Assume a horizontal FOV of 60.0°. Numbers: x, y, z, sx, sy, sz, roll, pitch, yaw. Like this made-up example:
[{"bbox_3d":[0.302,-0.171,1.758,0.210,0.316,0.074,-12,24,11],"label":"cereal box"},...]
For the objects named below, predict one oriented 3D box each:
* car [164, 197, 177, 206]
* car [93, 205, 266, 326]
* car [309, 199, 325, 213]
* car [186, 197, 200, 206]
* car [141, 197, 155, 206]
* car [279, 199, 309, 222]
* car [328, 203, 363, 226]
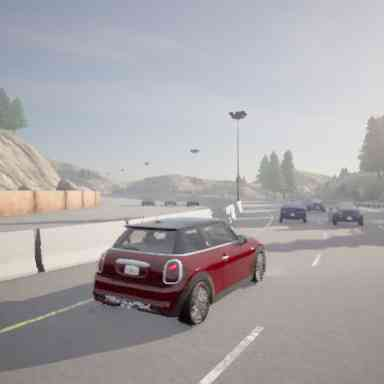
[{"bbox_3d":[-3.485,1.523,53.948,1.812,1.442,4.674,0,0,-5],"label":"car"},{"bbox_3d":[0.060,1.350,7.470,2.097,1.767,4.553,0,0,30],"label":"car"},{"bbox_3d":[13.662,1.523,37.679,1.812,1.442,4.674,0,0,7],"label":"car"},{"bbox_3d":[0.162,1.474,50.441,1.882,1.535,5.008,0,0,-2],"label":"car"},{"bbox_3d":[-6.947,1.562,53.184,1.994,1.385,4.181,0,0,-4],"label":"car"},{"bbox_3d":[7.905,1.475,26.107,1.882,1.535,5.008,0,0,17],"label":"car"},{"bbox_3d":[10.763,1.524,23.458,1.812,1.442,4.674,0,0,17],"label":"car"}]
